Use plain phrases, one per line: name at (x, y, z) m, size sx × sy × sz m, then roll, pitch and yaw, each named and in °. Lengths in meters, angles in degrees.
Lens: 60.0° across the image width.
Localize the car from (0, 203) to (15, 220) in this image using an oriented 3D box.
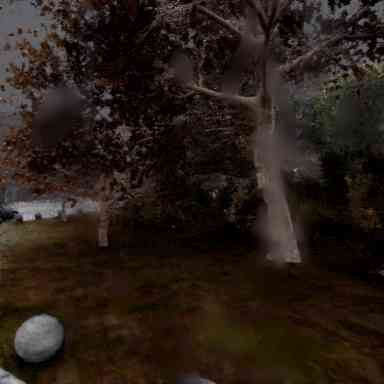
car at (-18.310, 1.815, 29.812) m, size 1.994 × 1.385 × 4.181 m, roll -1°, pitch 1°, yaw 14°

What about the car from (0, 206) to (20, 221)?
car at (-16.132, 1.797, 26.565) m, size 2.033 × 1.411 × 5.357 m, roll -1°, pitch 0°, yaw 8°
